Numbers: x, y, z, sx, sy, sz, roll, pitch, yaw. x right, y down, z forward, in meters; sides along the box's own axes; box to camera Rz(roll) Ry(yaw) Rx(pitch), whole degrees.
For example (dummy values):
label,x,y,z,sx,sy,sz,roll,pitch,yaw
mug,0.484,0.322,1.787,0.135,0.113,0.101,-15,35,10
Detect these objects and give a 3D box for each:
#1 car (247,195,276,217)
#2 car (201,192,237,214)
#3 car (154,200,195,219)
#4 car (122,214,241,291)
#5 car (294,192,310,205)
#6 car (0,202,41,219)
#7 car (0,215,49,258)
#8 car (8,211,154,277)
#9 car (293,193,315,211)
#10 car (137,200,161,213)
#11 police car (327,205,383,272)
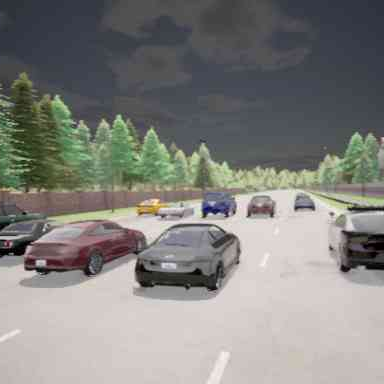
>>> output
label,x,y,z,sx,sy,sz,roll,pitch,yaw
car,5.843,1.059,27.641,2.097,1.767,4.553,-2,0,17
car,2.370,1.040,28.264,2.150,2.045,5.566,-2,0,17
car,-1.189,1.535,28.556,1.895,1.301,4.718,-2,0,17
car,0.098,1.527,9.051,1.994,1.385,4.181,-2,0,17
car,14.635,0.865,44.491,1.837,1.490,4.892,-2,1,17
car,-9.046,1.461,15.043,2.150,2.045,5.566,-2,0,17
car,-5.914,1.745,13.292,1.895,1.301,4.718,-2,0,17
car,-3.114,1.588,10.557,1.812,1.442,4.674,-2,0,17
car,11.132,1.078,33.057,1.994,1.385,4.181,-2,0,17
car,-3.620,1.477,32.544,1.882,1.535,5.008,-2,0,17
police car,5.209,1.218,9.946,1.930,1.638,5.238,-2,0,17
